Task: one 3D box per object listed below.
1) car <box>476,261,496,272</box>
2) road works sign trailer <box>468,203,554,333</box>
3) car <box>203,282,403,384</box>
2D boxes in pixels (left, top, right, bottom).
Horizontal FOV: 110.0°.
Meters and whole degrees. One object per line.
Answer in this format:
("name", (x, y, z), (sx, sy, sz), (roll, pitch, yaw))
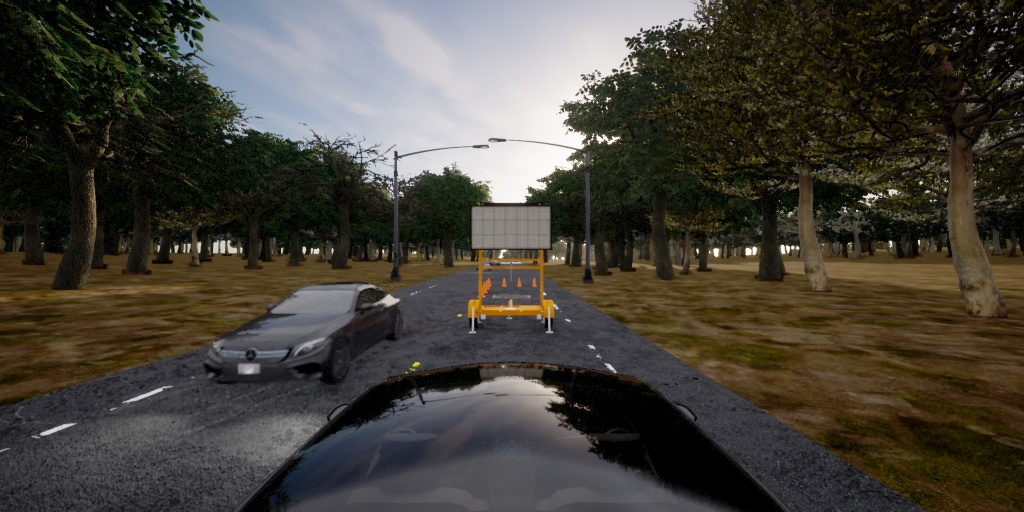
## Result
("car", (-3.660, 1.360, 47.282), (2.033, 1.411, 5.357), (0, 0, 0))
("road works sign trailer", (-0.027, 0.223, 10.723), (2.380, 3.560, 2.880), (0, 0, 0))
("car", (-3.594, 1.281, 7.218), (1.812, 1.442, 4.674), (0, 0, 0))
